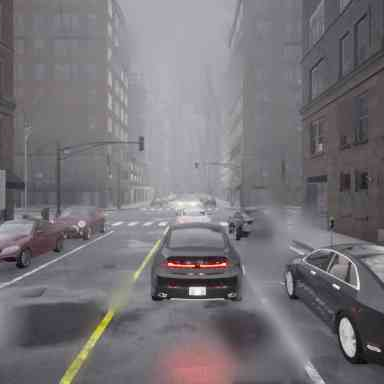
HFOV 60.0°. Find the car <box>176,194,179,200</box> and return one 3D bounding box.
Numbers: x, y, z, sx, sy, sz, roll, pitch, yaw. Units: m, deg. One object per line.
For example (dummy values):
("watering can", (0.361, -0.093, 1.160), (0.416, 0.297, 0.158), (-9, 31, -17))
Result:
("car", (-5.563, 1.456, 91.600), (2.192, 1.841, 5.009), (0, 0, 0))

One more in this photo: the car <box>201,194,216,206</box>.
("car", (2.892, 1.475, 53.727), (1.967, 1.590, 4.097), (0, 0, 0))

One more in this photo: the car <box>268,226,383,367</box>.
("car", (2.856, 1.550, 5.634), (2.008, 1.369, 4.403), (0, 0, 0))

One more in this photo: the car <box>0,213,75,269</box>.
("car", (-5.670, 1.582, 11.136), (1.802, 1.307, 4.206), (0, 0, 0))

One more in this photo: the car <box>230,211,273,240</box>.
("car", (2.856, 1.566, 16.636), (1.947, 1.339, 4.313), (0, 0, 0))

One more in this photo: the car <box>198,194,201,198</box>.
("car", (2.932, 1.523, 75.362), (1.967, 1.590, 4.097), (0, 0, 0))

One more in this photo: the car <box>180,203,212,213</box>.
("car", (0.083, 1.526, 17.449), (1.812, 1.442, 4.674), (0, 0, -1))

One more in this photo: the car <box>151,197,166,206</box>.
("car", (-5.632, 1.617, 53.740), (1.802, 1.307, 4.206), (0, 0, 0))

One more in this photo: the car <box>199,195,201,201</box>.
("car", (2.913, 1.606, 64.544), (2.008, 1.369, 4.403), (0, 0, 0))

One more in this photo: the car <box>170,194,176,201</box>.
("car", (-5.582, 1.625, 80.613), (1.752, 1.417, 4.829), (0, 0, 0))

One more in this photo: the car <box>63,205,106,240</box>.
("car", (-5.669, 1.441, 16.637), (1.967, 1.590, 4.097), (0, 0, 0))

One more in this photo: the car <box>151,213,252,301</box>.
("car", (0.098, 1.505, 8.301), (1.837, 1.490, 4.892), (0, 0, 0))

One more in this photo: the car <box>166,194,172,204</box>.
("car", (-5.612, 1.606, 64.557), (2.008, 1.369, 4.403), (0, 0, 0))
